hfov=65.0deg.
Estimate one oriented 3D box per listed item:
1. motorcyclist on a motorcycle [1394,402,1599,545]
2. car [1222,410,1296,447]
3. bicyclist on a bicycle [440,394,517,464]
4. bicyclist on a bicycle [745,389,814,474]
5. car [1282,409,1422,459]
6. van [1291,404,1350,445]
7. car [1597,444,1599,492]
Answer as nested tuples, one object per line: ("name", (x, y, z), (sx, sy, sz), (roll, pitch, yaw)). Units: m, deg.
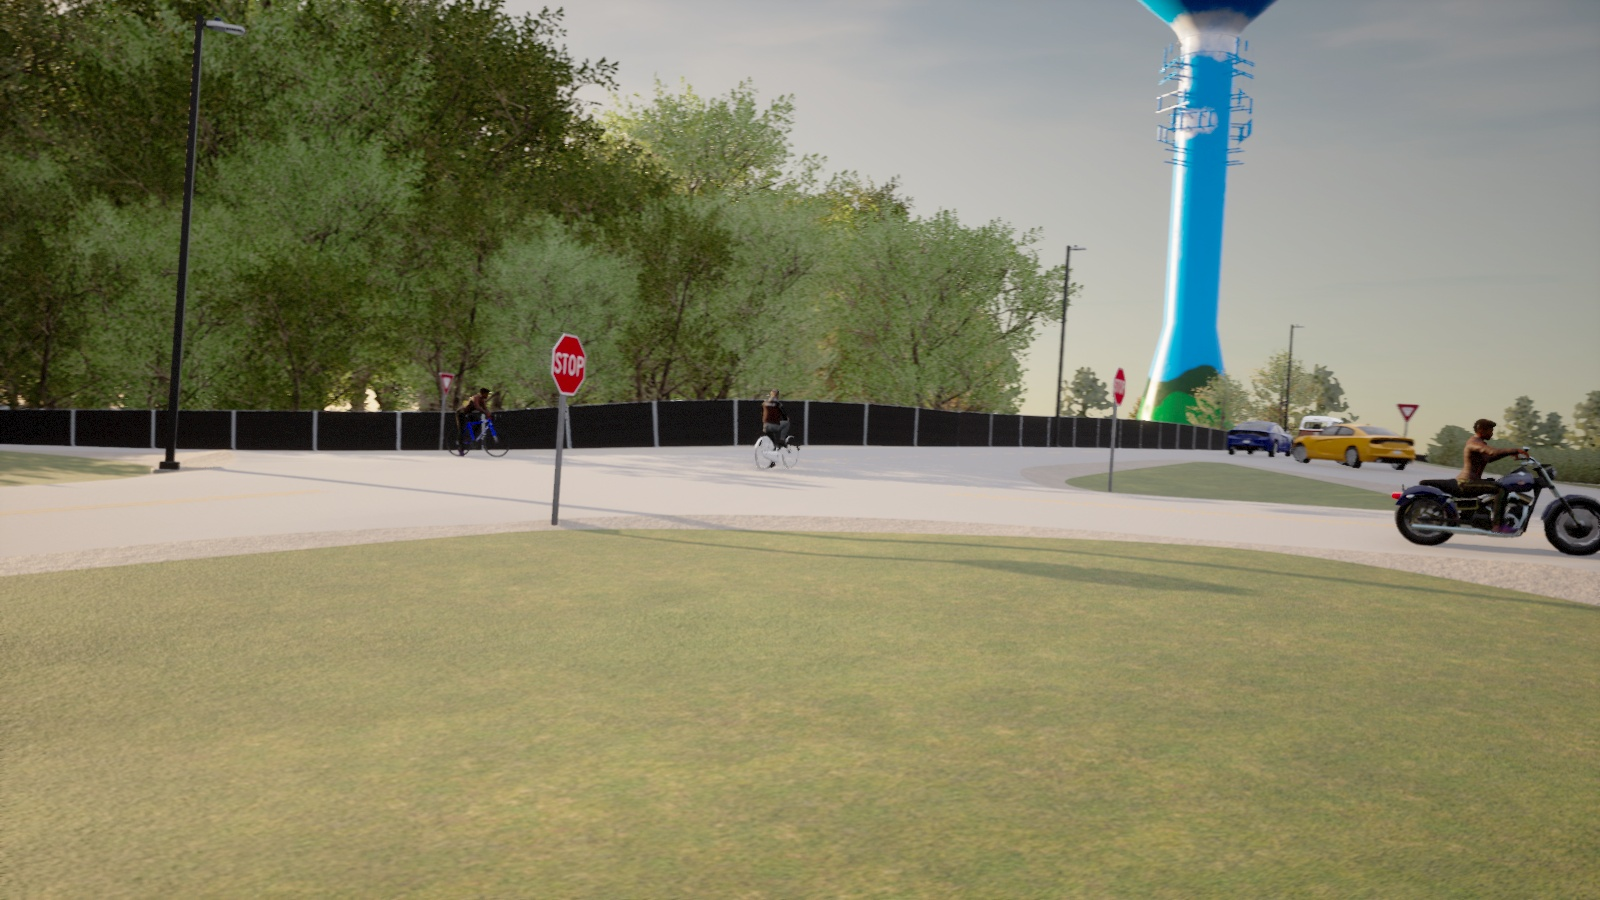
("motorcyclist on a motorcycle", (8.606, 0.245, 15.366), (2.350, 1.649, 0.766), (1, 2, 30))
("car", (20.208, -0.954, 55.147), (1.882, 1.535, 5.008), (2, 2, 34))
("bicyclist on a bicycle", (-7.531, -0.481, 29.454), (1.656, 1.620, 0.582), (0, 1, 11))
("bicyclist on a bicycle", (-0.434, -0.434, 27.361), (0.659, 1.776, 1.843), (2, 3, 29))
("car", (19.144, -0.599, 43.826), (1.882, 1.535, 5.008), (2, 2, -11))
("van", (27.203, -1.310, 65.569), (2.069, 2.038, 4.480), (2, 2, 32))
("car", (15.457, 0.155, 20.547), (2.163, 1.488, 4.792), (2, 2, 7))
